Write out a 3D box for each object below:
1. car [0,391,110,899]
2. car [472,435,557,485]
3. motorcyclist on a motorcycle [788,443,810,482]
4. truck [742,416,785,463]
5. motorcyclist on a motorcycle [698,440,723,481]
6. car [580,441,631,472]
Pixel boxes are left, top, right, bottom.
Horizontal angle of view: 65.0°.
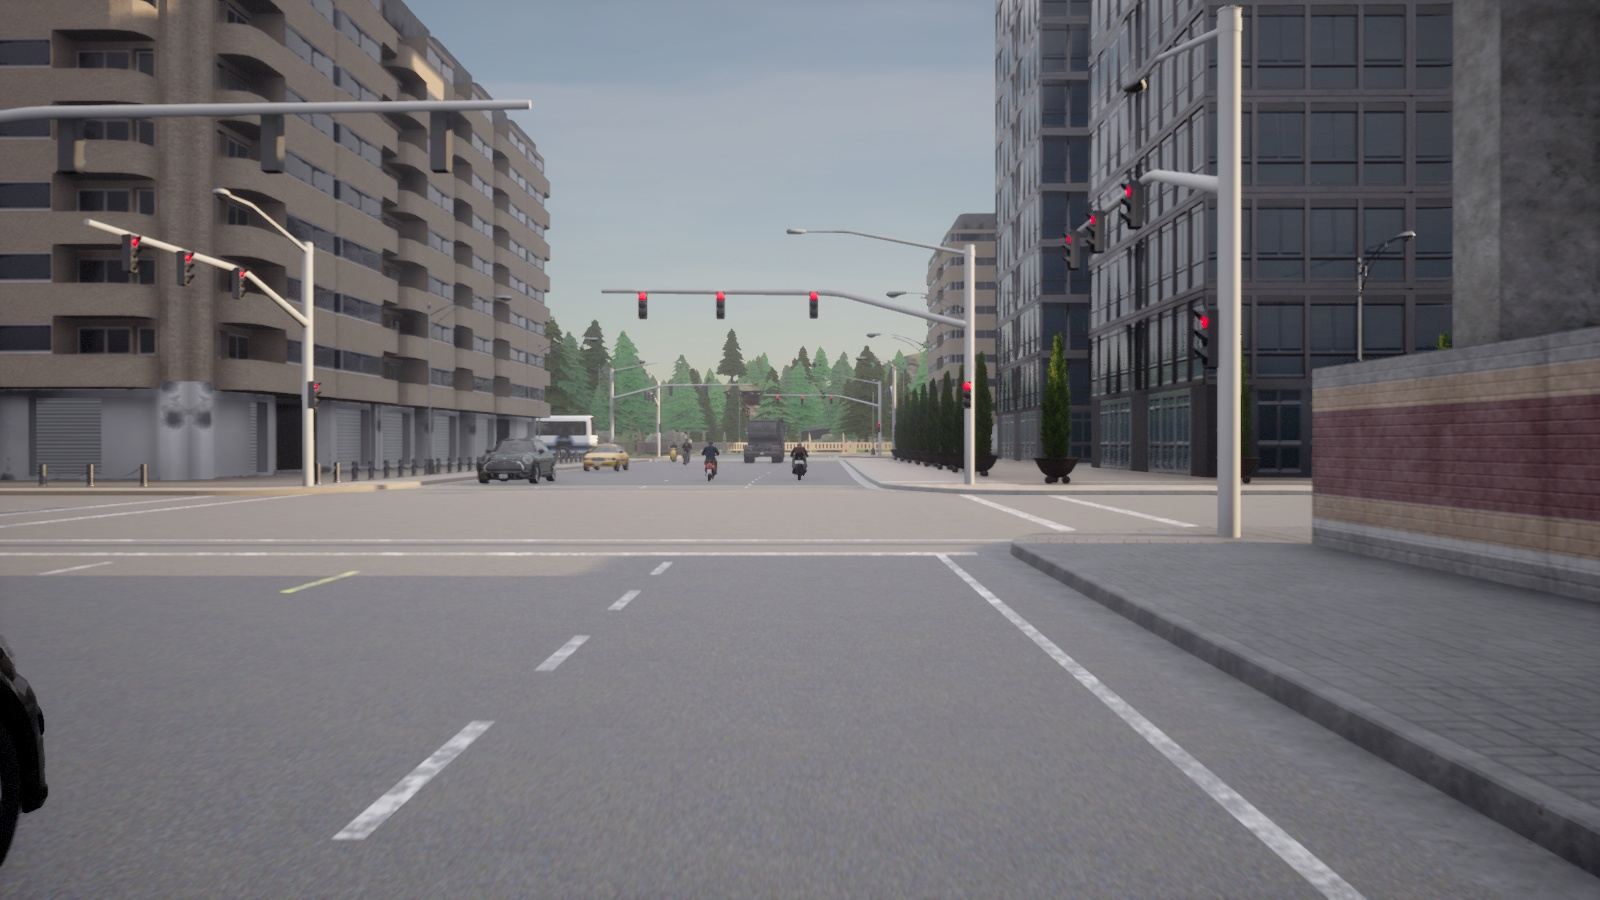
[{"bbox_3d":[-3.470,0.627,2.621,1.851,1.617,3.988,0,0,0],"label":"car"},{"bbox_3d":[-10.544,0.333,46.743,2.097,1.767,4.553,0,0,0],"label":"car"},{"bbox_3d":[-0.022,0.493,50.996,0.866,1.530,2.191,0,0,1],"label":"motorcyclist on a motorcycle"},{"bbox_3d":[-2.728,-0.781,95.828,2.891,3.462,7.936,0,0,1],"label":"truck"},{"bbox_3d":[-3.531,0.417,49.669,0.866,1.590,1.817,0,0,0],"label":"motorcyclist on a motorcycle"},{"bbox_3d":[-10.261,0.301,66.656,1.801,1.575,5.366,0,0,1],"label":"car"}]
